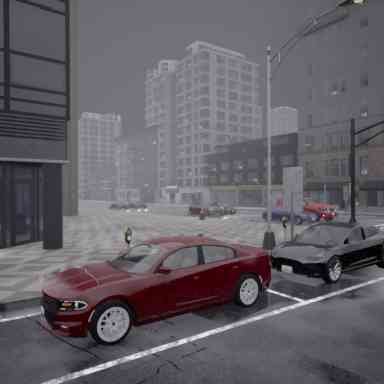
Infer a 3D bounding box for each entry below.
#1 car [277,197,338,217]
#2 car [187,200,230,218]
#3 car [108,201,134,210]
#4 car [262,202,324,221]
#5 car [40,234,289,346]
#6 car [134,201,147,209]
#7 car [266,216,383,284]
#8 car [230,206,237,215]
[{"bbox_3d":[9.795,1.457,29.113,2.150,2.045,5.566,0,-1,-35],"label":"car"},{"bbox_3d":[1.439,1.731,35.300,2.097,1.767,4.553,0,-1,-35],"label":"car"},{"bbox_3d":[-11.941,2.200,54.357,2.033,1.411,5.357,0,0,-35],"label":"car"},{"bbox_3d":[7.653,1.767,26.517,1.812,1.442,4.674,0,-1,-35],"label":"car"},{"bbox_3d":[-0.436,1.544,6.342,4.507,1.381,1.887,0,0,-36],"label":"car"},{"bbox_3d":[-9.519,2.188,56.565,2.033,1.411,5.357,0,0,-35],"label":"car"},{"bbox_3d":[4.159,1.564,9.619,4.313,1.339,1.947,0,0,-36],"label":"car"},{"bbox_3d":[3.116,1.883,38.553,1.837,1.490,4.892,0,1,-35],"label":"car"}]
